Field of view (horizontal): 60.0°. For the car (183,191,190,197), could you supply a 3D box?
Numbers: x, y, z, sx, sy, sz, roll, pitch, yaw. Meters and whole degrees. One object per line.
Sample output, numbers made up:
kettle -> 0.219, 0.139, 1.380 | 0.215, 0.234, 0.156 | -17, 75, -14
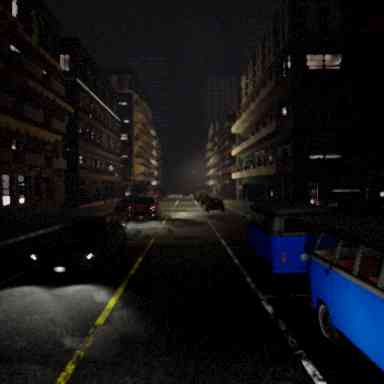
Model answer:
car -> -1.513, 0.525, 87.860 | 1.882, 1.535, 5.008 | -1, 1, -1

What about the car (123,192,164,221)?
car -> -3.484, 1.124, 24.751 | 2.097, 1.767, 4.553 | -1, 1, -1

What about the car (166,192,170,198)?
car -> -7.108, 0.777, 81.991 | 1.802, 1.307, 4.206 | -1, 1, -1

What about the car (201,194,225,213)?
car -> 2.155, 1.206, 31.701 | 1.802, 1.307, 4.206 | -2, 1, -1

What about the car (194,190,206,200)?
car -> 1.558, 0.580, 65.303 | 2.192, 1.841, 5.009 | -2, 1, -1

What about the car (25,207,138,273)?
car -> -3.259, 1.470, 10.737 | 2.033, 1.411, 5.357 | -1, 1, -1

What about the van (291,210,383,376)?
van -> 2.640, 1.266, 3.693 | 1.690, 1.788, 3.998 | -2, 1, -1

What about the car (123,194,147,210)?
car -> -6.293, 1.112, 37.183 | 1.967, 1.590, 4.097 | -1, 1, -1

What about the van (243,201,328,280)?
van -> 2.542, 1.205, 9.294 | 1.690, 1.788, 3.998 | -2, 1, -1

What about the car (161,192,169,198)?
car -> -7.207, 0.717, 87.592 | 1.802, 1.307, 4.206 | -1, 1, -1

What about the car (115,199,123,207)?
car -> -6.191, 1.313, 31.584 | 1.802, 1.307, 4.206 | -1, 1, -1

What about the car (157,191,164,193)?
car -> -6.712, 0.748, 59.585 | 2.192, 1.841, 5.009 | -1, 1, -1

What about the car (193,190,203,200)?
car -> 1.755, 0.700, 54.101 | 2.192, 1.841, 5.009 | -2, 1, -1

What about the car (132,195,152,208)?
car -> -6.388, 1.162, 42.785 | 2.008, 1.369, 4.403 | -1, 1, -1

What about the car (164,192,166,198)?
car -> -6.822, 0.924, 65.188 | 2.008, 1.369, 4.403 | -1, 1, -1

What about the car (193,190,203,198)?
car -> 1.362, 0.461, 76.505 | 2.192, 1.841, 5.009 | -2, 1, -1

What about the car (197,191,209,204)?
car -> 1.954, 1.028, 43.072 | 1.752, 1.417, 4.829 | -2, 1, -1
